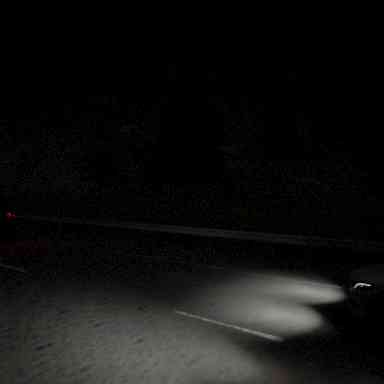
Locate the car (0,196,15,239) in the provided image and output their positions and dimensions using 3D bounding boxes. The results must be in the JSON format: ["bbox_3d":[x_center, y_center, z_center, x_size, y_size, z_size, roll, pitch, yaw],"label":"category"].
[{"bbox_3d":[-10.709,1.183,15.932,5.566,2.045,2.150,0,0,35],"label":"car"}]

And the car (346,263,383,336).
[{"bbox_3d":[4.821,1.529,4.848,4.674,1.442,1.812,0,0,36],"label":"car"}]
